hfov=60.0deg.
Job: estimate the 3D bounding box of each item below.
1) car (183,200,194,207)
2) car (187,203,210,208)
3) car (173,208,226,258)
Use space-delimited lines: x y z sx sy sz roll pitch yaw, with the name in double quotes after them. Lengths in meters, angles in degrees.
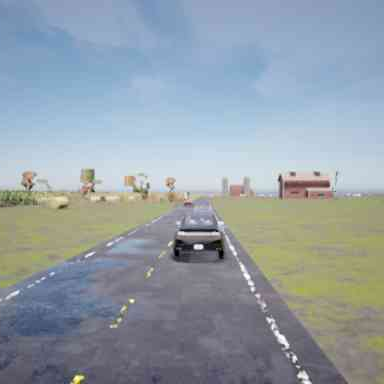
-0.655 2.187 64.462 1.895 1.301 4.718 0 -1 3 "car"
0.841 1.865 28.136 1.895 1.301 4.718 0 0 3 "car"
0.320 1.621 13.404 2.128 1.511 4.902 0 0 3 "car"
